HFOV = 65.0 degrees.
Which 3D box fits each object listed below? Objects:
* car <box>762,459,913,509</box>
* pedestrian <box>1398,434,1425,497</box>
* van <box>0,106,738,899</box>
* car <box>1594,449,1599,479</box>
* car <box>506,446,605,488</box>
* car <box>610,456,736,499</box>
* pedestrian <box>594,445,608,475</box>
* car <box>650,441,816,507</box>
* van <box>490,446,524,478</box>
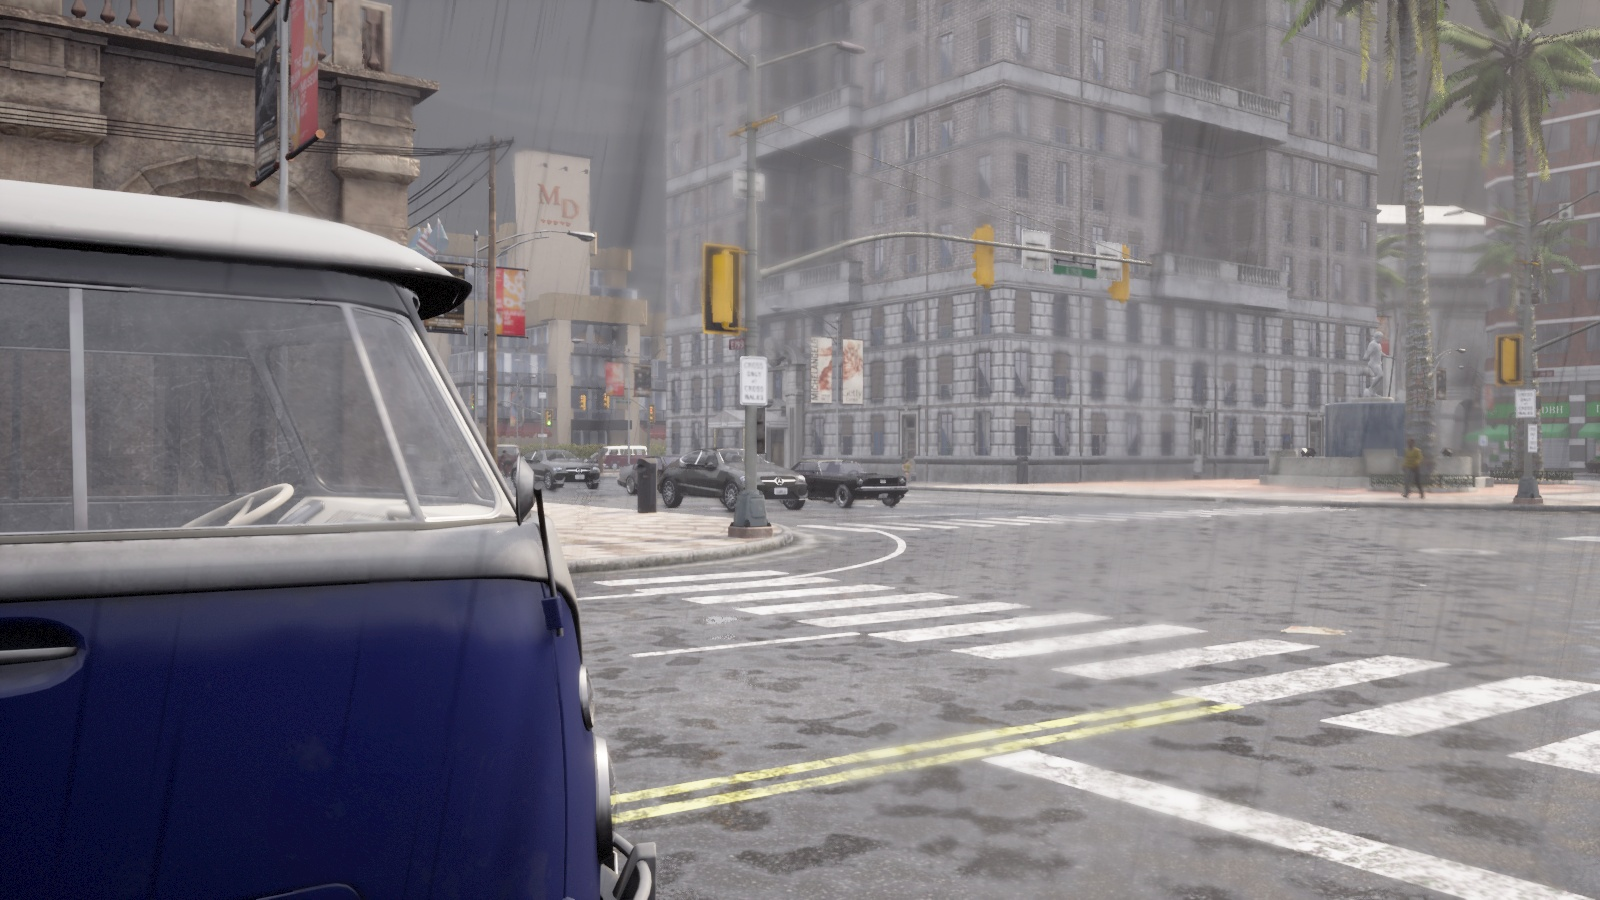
[{"bbox_3d":[0.999,0.930,36.006,1.895,1.301,4.718,0,0,-35],"label":"car"},{"bbox_3d":[18.097,0.453,37.137,0.709,1.840,0.431,0,0,-36],"label":"pedestrian"},{"bbox_3d":[-2.452,0.508,1.947,4.442,1.987,1.775,0,0,-35],"label":"van"},{"bbox_3d":[44.927,0.740,66.584,2.033,1.649,4.856,0,0,-11],"label":"car"},{"bbox_3d":[-10.185,0.671,51.933,2.152,1.651,5.027,0,0,-35],"label":"car"},{"bbox_3d":[-4.522,0.908,43.887,2.033,1.411,5.357,0,0,-35],"label":"car"},{"bbox_3d":[-12.392,0.618,78.180,0.694,1.848,0.540,0,0,-43],"label":"pedestrian"},{"bbox_3d":[-1.910,0.610,34.029,2.152,1.651,5.027,0,0,-35],"label":"car"},{"bbox_3d":[-18.429,0.729,79.165,1.775,1.987,4.442,0,0,-9],"label":"van"}]
